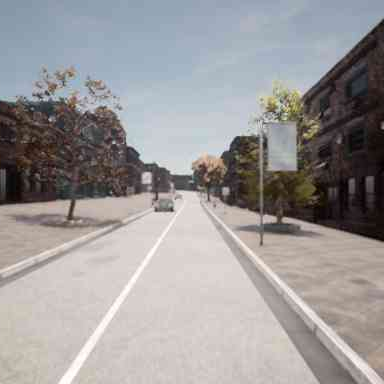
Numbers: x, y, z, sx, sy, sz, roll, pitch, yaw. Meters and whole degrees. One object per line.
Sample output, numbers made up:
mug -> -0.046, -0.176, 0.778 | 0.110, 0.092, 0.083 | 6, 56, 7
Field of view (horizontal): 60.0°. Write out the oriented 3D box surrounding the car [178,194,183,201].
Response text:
car -> -3.172, 1.268, 79.780 | 1.837, 1.490, 4.892 | 0, 0, 0

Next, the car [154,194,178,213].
car -> -3.096, 1.392, 38.208 | 2.097, 1.767, 4.553 | 0, 0, 0
